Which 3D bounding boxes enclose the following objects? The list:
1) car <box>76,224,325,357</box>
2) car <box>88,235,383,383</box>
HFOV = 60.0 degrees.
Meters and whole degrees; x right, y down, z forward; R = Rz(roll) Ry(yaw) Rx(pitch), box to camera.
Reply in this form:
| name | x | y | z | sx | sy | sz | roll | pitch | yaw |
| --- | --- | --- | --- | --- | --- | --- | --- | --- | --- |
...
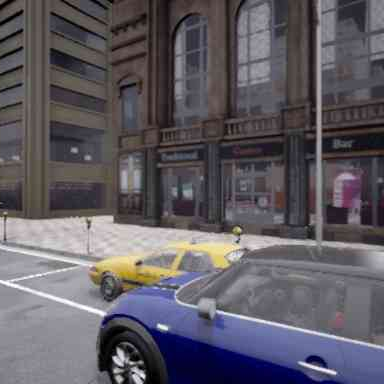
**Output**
| name | x | y | z | sx | sy | sz | roll | pitch | yaw |
| --- | --- | --- | --- | --- | --- | --- | --- | --- | --- |
| car | -0.084 | 1.556 | 6.657 | 4.829 | 1.417 | 1.752 | 0 | 0 | 35 |
| car | 1.046 | 1.372 | 3.587 | 4.553 | 1.767 | 2.097 | 0 | 0 | 35 |
